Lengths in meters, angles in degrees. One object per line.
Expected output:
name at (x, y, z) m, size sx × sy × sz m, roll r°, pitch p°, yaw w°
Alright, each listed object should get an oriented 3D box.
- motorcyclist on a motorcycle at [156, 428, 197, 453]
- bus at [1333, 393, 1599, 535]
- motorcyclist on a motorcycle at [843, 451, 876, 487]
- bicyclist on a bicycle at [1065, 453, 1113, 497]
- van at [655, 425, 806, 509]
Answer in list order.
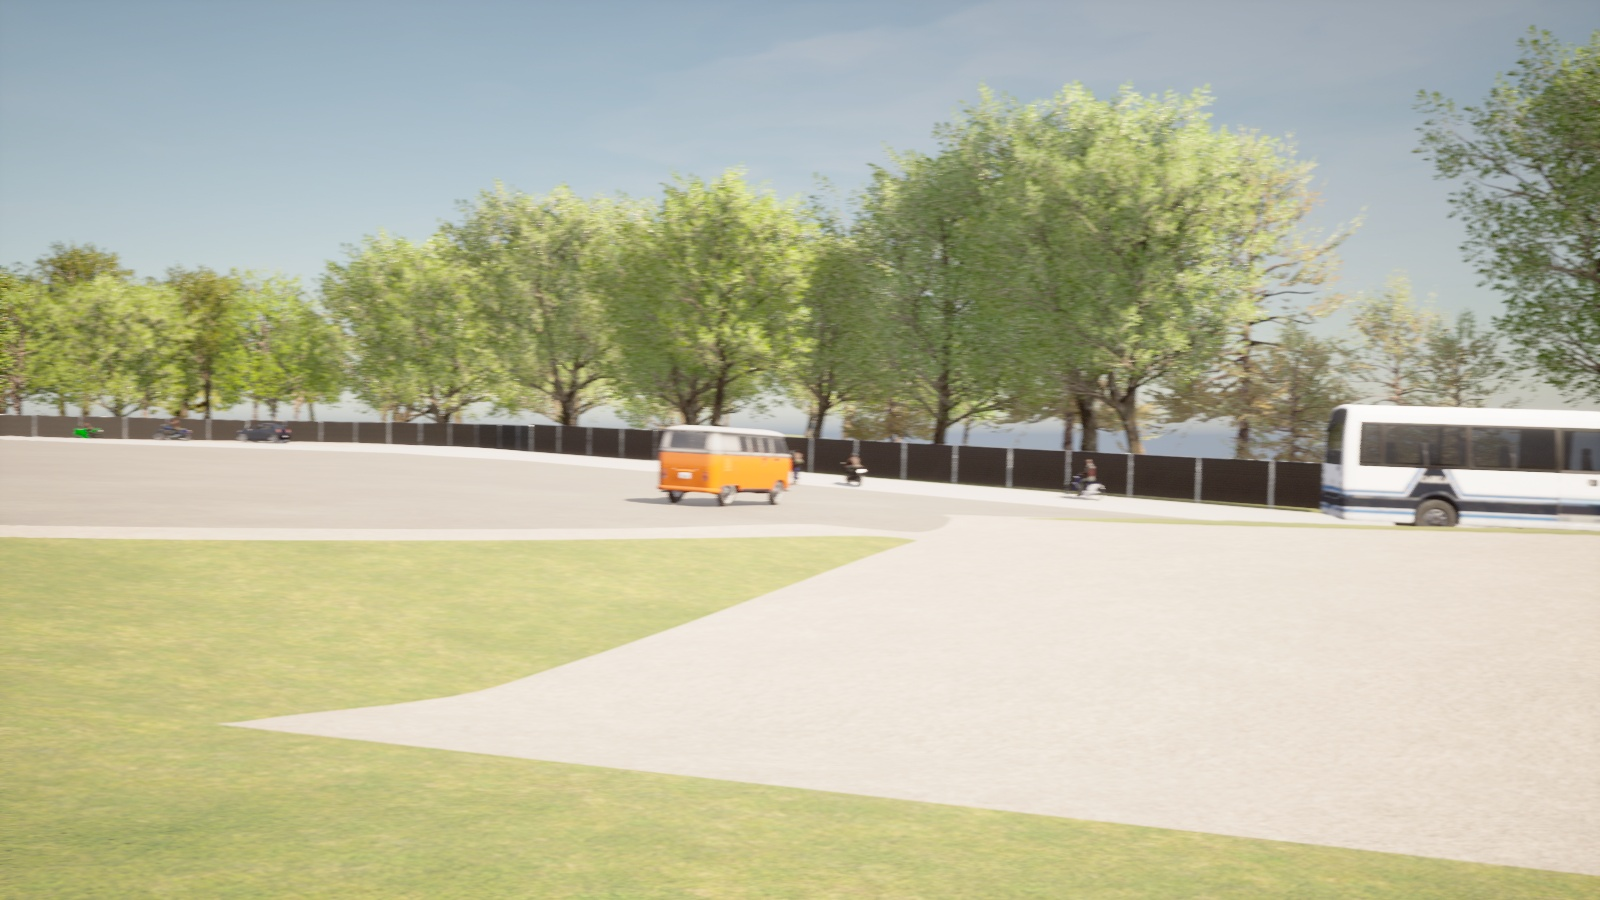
motorcyclist on a motorcycle at (-41.436, -0.646, 83.458) m, size 2.350 × 1.649 × 0.766 m, roll 1°, pitch 2°, yaw -12°
bus at (23.048, 0.397, 40.307) m, size 10.273 × 4.253 × 3.944 m, roll 1°, pitch 1°, yaw 12°
motorcyclist on a motorcycle at (2.756, 0.868, 58.485) m, size 0.797 × 1.523 × 2.044 m, roll -1°, pitch 3°, yaw -20°
bicyclist on a bicycle at (12.374, 1.045, 53.814) m, size 1.843 × 1.776 × 0.659 m, roll 3°, pitch 3°, yaw 41°
van at (-1.697, 0.438, 32.315) m, size 1.775 × 1.987 × 4.442 m, roll 2°, pitch 0°, yaw 28°
